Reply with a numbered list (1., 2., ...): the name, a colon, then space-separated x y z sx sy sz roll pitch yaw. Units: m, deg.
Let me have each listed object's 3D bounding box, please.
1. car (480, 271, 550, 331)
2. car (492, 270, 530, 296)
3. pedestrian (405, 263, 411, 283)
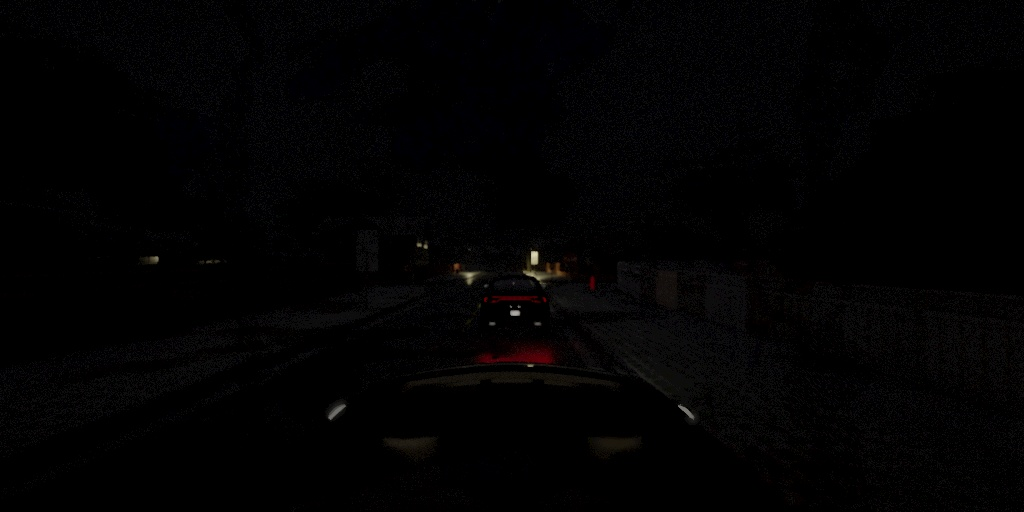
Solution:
1. car: 0.092 1.333 11.471 1.882 1.535 5.008 0 -1 0
2. car: -0.159 1.589 22.478 1.895 1.301 4.718 0 -1 -6
3. pedestrian: -9.658 1.522 33.116 0.375 1.860 0.375 0 -2 1
